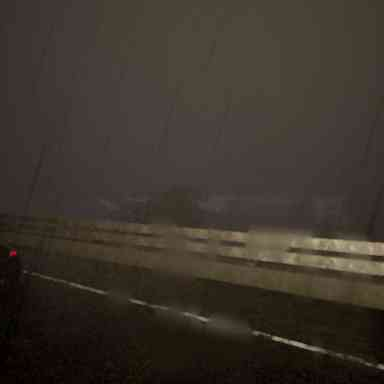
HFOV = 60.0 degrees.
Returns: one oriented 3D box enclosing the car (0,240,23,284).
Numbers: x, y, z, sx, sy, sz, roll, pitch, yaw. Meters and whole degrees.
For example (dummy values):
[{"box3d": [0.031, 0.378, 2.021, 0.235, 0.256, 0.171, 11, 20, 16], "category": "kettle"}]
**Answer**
[{"box3d": [-6.134, 1.575, 8.416, 4.181, 1.385, 1.994, 0, 0, 36], "category": "car"}]
